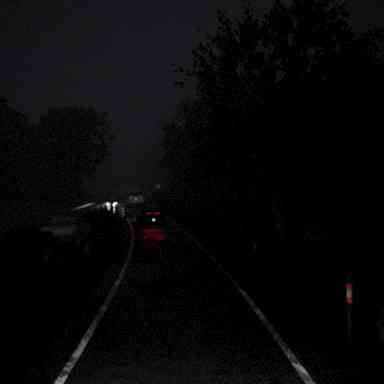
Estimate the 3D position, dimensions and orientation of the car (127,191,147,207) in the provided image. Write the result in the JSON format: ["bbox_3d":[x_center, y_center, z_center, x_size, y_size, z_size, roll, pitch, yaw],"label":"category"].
[{"bbox_3d":[-7.092,0.807,42.962,2.150,2.045,5.566,0,2,-6],"label":"car"}]

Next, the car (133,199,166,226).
[{"bbox_3d":[-3.126,1.585,24.725,1.837,1.490,4.892,0,1,-13],"label":"car"}]

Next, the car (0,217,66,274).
[{"bbox_3d":[-6.305,1.826,10.741,2.097,1.535,5.008,-1,-1,4],"label":"car"}]

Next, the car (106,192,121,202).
[{"bbox_3d":[-12.529,0.756,52.954,2.128,1.511,4.902,0,2,-5],"label":"car"}]

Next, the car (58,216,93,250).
[{"bbox_3d":[-6.381,1.953,16.883,2.002,1.452,4.674,2,0,-2],"label":"car"}]
